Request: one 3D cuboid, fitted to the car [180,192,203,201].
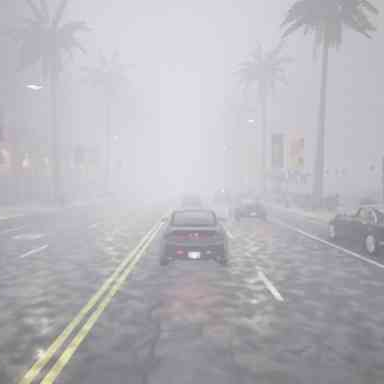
[{"bbox_3d":[-0.038,0.783,30.651,2.128,1.511,4.902,0,1,0],"label":"car"}]

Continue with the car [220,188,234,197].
[{"bbox_3d":[6.623,0.054,63.193,2.161,1.482,4.786,0,1,0],"label":"car"}]

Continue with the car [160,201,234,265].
[{"bbox_3d":[0.049,1.256,10.662,1.837,1.490,4.892,0,1,0],"label":"car"}]

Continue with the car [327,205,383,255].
[{"bbox_3d":[6.533,1.201,11.900,2.231,1.521,4.892,0,1,0],"label":"car"}]

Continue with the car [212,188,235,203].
[{"bbox_3d":[3.425,0.590,39.003,2.128,1.511,4.902,0,1,0],"label":"car"}]

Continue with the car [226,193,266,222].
[{"bbox_3d":[3.504,1.031,21.313,1.812,1.442,4.674,0,1,0],"label":"car"}]

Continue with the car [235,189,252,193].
[{"bbox_3d":[6.413,0.399,41.264,2.185,1.767,4.553,0,1,0],"label":"car"}]
